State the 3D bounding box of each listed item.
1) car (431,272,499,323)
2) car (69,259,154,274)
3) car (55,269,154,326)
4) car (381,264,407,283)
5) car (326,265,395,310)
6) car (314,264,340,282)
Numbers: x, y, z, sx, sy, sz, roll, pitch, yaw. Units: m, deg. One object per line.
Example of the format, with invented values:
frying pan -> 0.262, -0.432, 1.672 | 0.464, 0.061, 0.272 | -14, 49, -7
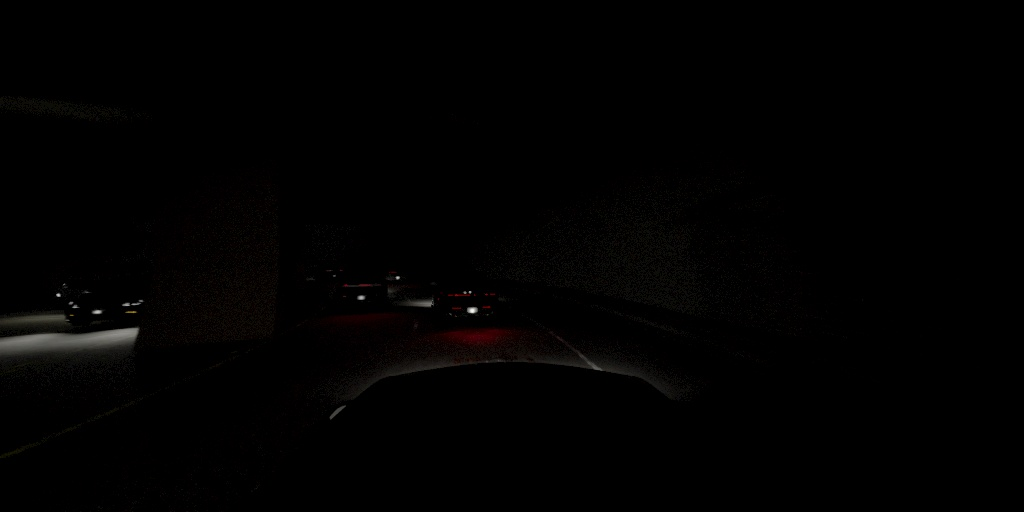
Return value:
car -> -1.712, 1.281, 12.413 | 1.837, 1.490, 4.892 | 0, 0, -14
car -> -19.120, 1.166, 17.258 | 2.150, 2.045, 5.566 | 0, 0, -33
car -> -12.902, 1.387, 12.603 | 1.837, 1.490, 4.892 | 0, 0, -22
car -> -9.811, 1.373, 28.529 | 1.837, 1.490, 4.892 | 0, 0, -34
car -> -6.351, 1.314, 15.366 | 2.128, 1.511, 4.902 | 0, 0, -20
car -> -15.755, 1.418, 30.909 | 2.128, 1.511, 4.902 | 0, 0, -36
